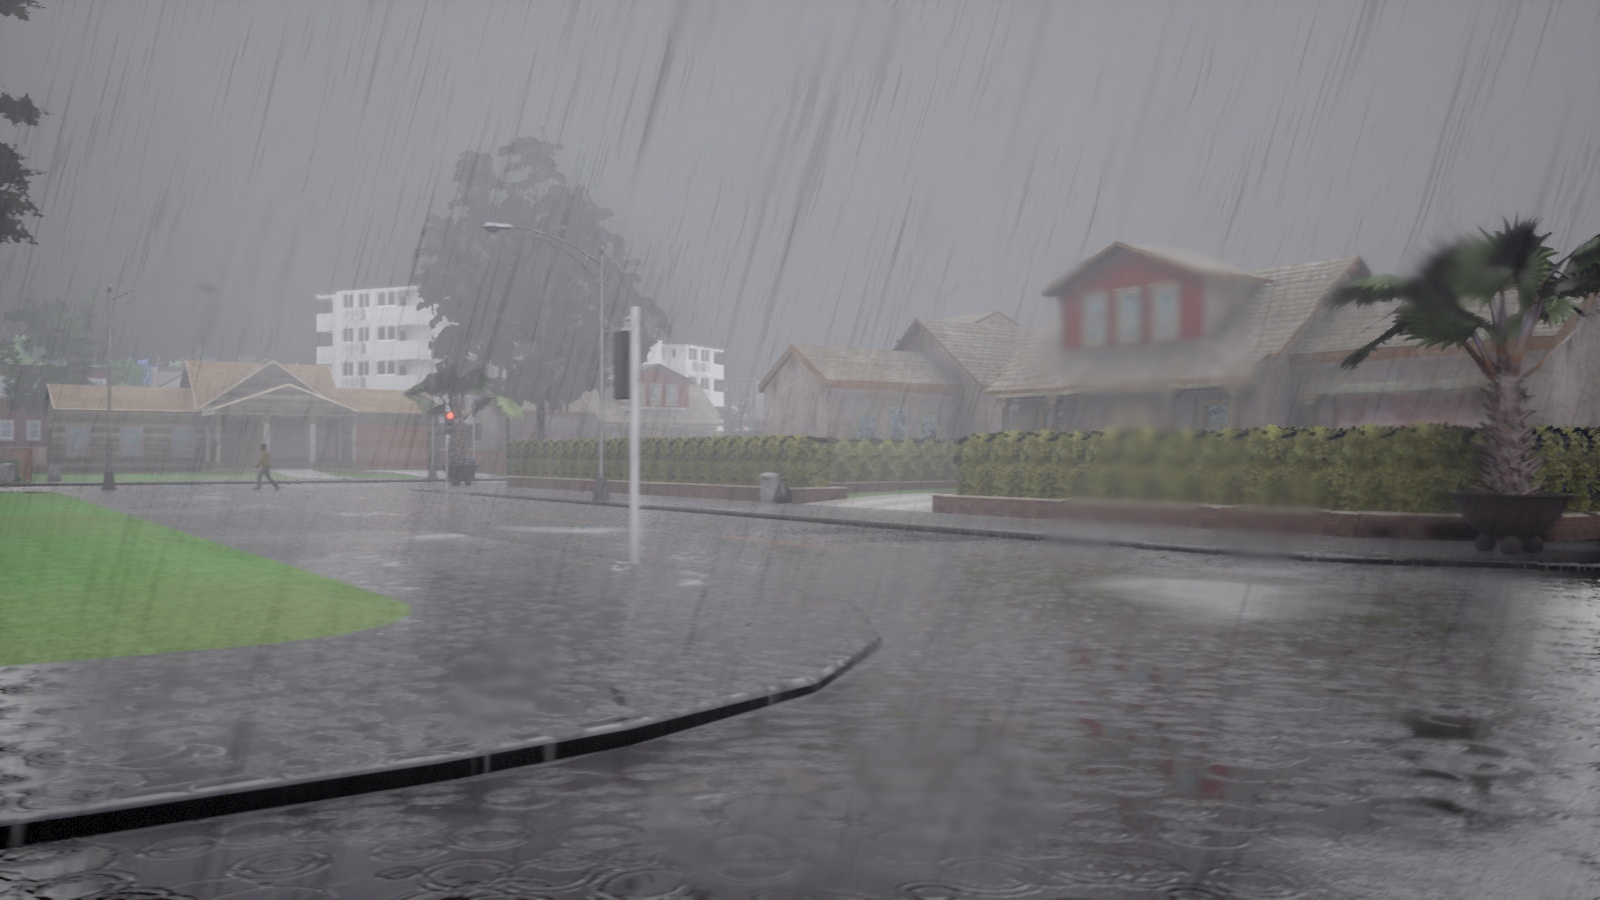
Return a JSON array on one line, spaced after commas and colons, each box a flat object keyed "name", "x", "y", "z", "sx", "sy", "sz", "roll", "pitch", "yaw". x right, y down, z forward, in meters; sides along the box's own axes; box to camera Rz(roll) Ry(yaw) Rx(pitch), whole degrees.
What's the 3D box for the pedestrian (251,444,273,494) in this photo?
[{"name": "pedestrian", "x": -20.153, "y": 0.706, "z": 47.062, "sx": 0.709, "sy": 1.840, "sz": 0.431, "roll": 0, "pitch": 0, "yaw": -14}]
